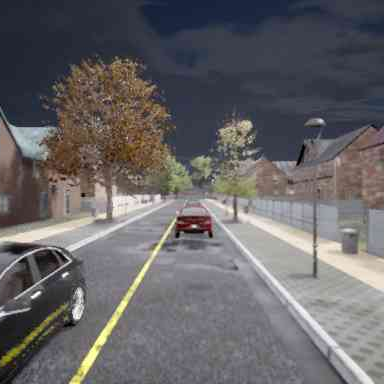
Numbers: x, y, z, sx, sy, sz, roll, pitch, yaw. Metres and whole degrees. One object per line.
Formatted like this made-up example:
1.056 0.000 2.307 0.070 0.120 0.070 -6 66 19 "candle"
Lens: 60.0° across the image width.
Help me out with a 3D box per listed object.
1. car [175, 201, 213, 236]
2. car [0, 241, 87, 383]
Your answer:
0.103 1.492 18.357 1.882 1.535 5.008 0 0 0 "car"
-2.829 1.507 4.241 1.837 1.490 4.892 0 0 0 "car"
